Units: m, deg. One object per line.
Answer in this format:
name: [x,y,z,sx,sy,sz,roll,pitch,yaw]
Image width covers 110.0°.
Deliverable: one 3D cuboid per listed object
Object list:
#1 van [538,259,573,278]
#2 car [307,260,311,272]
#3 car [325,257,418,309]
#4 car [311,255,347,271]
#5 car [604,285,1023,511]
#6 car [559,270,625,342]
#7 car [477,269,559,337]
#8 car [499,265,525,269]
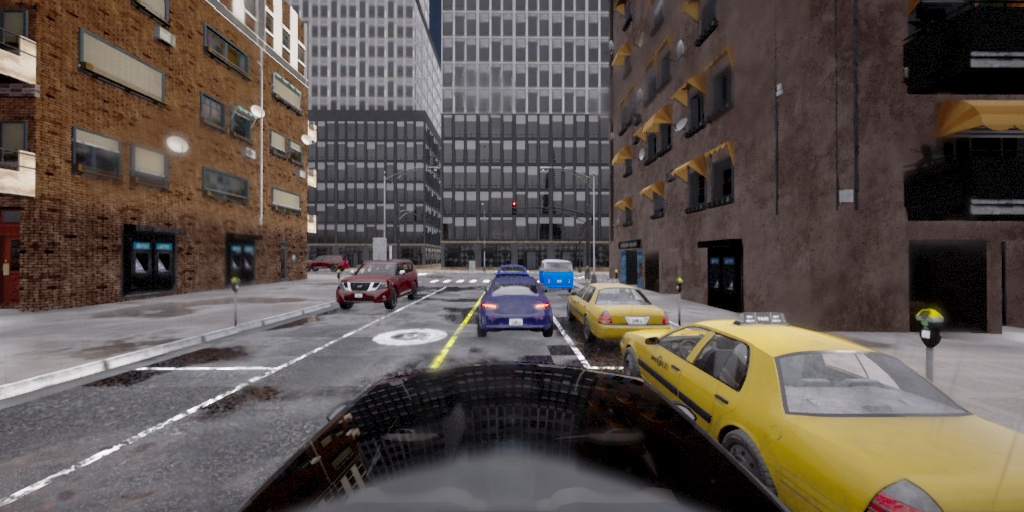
van: [2.470,1.092,20.721,1.690,1.789,3.998,0,0,0]
car: [-21.003,1.077,32.411,4.207,1.307,1.802,0,0,-1]
car: [-5.378,1.065,15.037,2.192,1.841,5.009,0,0,0]
car: [-21.090,0.854,40.550,5.009,1.841,2.192,0,0,-1]
car: [2.565,1.275,3.970,1.751,1.417,4.829,0,0,0]
car: [2.533,1.275,9.611,1.751,1.417,4.829,0,0,0]
car: [0.062,1.276,10.129,1.812,1.442,4.674,0,0,-1]
car: [0.009,1.229,20.390,1.882,1.535,5.008,0,0,0]
